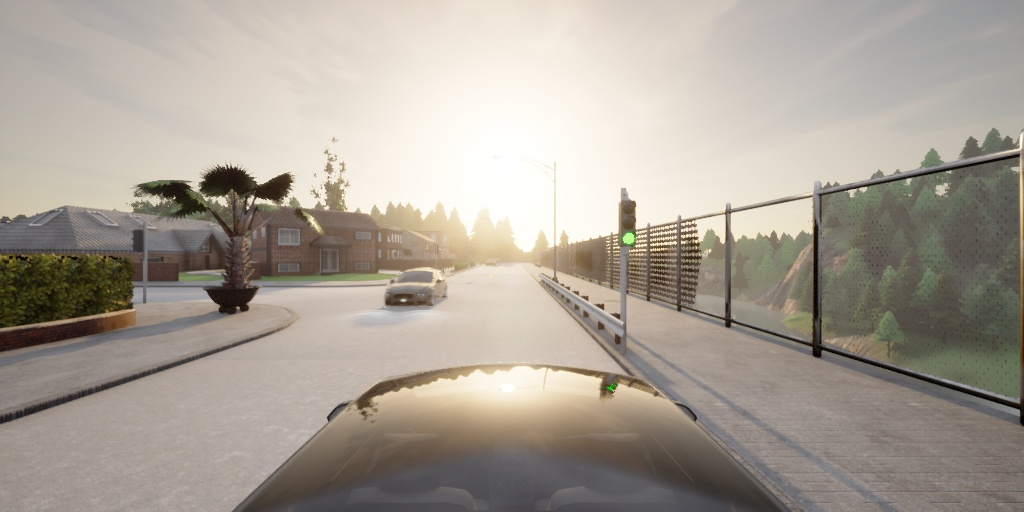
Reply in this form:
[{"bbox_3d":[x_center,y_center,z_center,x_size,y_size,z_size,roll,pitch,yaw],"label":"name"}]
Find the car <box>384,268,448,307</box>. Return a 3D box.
[{"bbox_3d":[-4.007,1.323,15.647,1.837,1.490,4.892,0,1,0],"label":"car"}]
